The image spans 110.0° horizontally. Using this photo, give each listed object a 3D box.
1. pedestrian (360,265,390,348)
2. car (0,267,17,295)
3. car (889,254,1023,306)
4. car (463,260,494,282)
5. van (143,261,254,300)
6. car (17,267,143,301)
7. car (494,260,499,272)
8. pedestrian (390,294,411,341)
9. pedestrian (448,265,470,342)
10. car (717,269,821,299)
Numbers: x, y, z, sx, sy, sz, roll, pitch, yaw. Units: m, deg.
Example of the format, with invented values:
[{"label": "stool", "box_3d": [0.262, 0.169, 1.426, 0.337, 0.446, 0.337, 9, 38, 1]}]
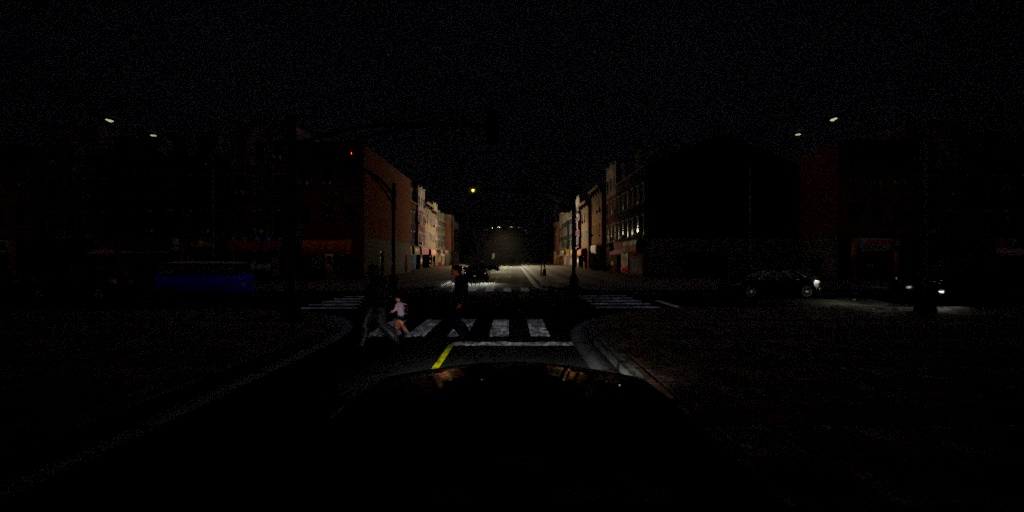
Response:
[{"label": "pedestrian", "box_3d": [-2.909, 1.047, 7.625, 0.375, 1.860, 0.375, 0, 0, 0]}, {"label": "car", "box_3d": [-25.663, 1.263, 17.159, 4.097, 1.591, 1.967, 0, 0, 0]}, {"label": "car", "box_3d": [19.081, 0.929, 14.745, 5.566, 2.045, 2.150, 0, 0, 0]}, {"label": "car", "box_3d": [-2.798, 1.285, 29.580, 1.837, 1.490, 4.892, 0, 0, 0]}, {"label": "van", "box_3d": [-14.712, 1.132, 17.189, 3.998, 1.789, 1.690, 0, 0, 0]}, {"label": "car", "box_3d": [-20.188, 1.247, 17.174, 4.097, 1.591, 1.967, 0, 0, 0]}, {"label": "car", "box_3d": [-2.745, 1.282, 48.734, 1.882, 1.535, 5.008, 0, 0, 0]}, {"label": "pedestrian", "box_3d": [-2.701, 1.428, 8.824, 0.500, 1.100, 0.500, 0, 0, 0]}, {"label": "pedestrian", "box_3d": [-1.203, 1.047, 8.222, 0.375, 1.860, 0.375, 0, 0, 0]}, {"label": "car", "box_3d": [12.290, 1.275, 17.263, 4.403, 1.370, 2.007, 0, 0, 0]}]
